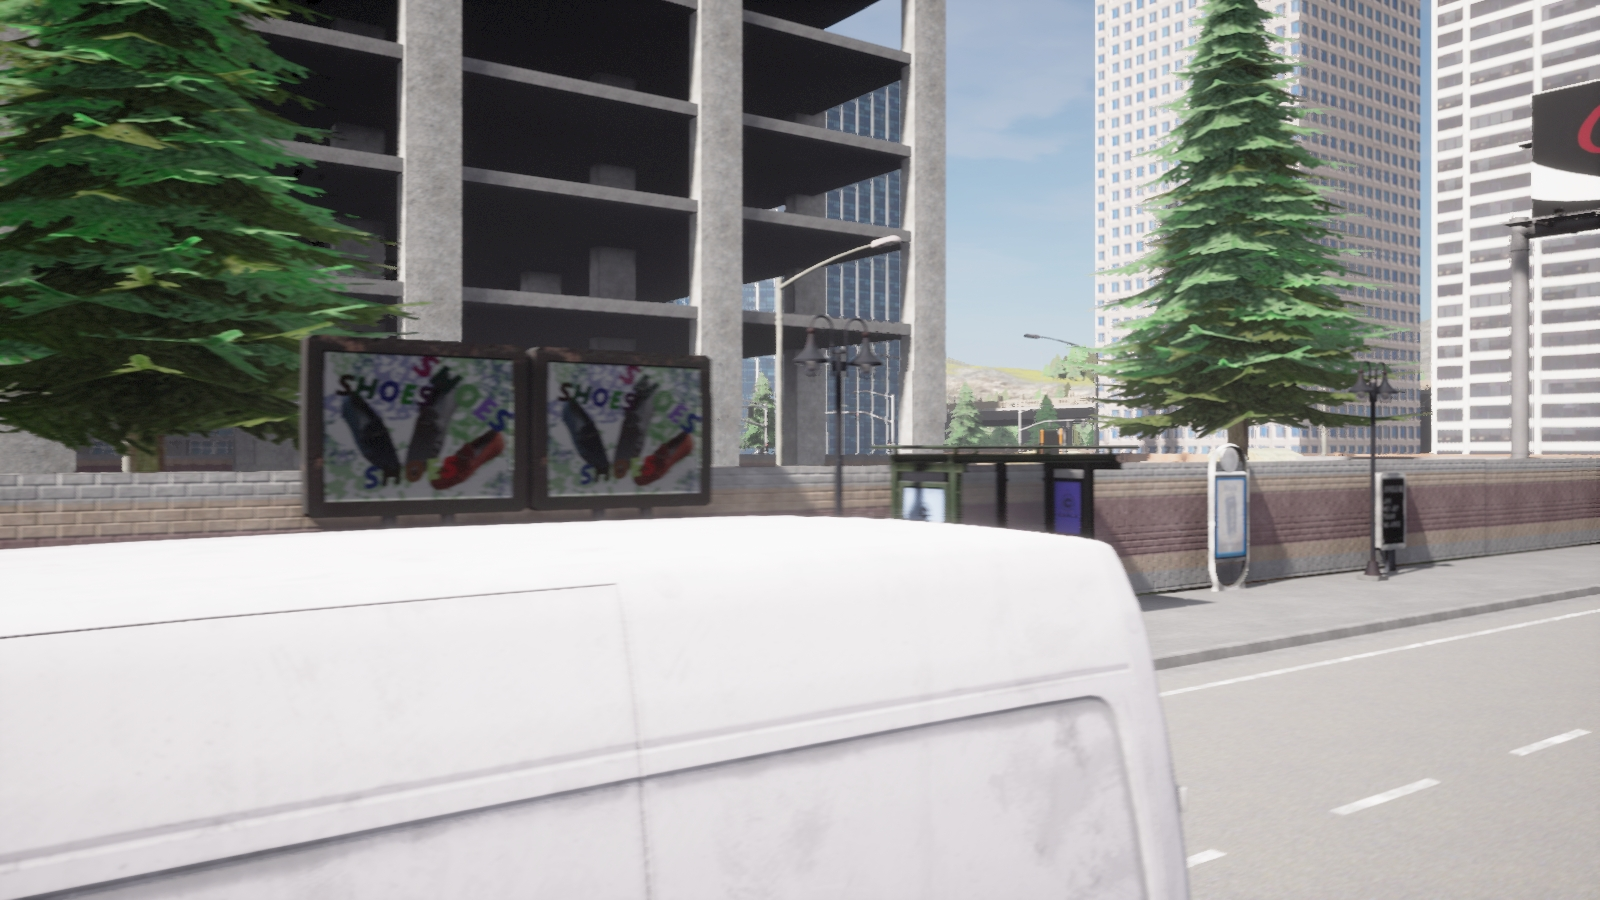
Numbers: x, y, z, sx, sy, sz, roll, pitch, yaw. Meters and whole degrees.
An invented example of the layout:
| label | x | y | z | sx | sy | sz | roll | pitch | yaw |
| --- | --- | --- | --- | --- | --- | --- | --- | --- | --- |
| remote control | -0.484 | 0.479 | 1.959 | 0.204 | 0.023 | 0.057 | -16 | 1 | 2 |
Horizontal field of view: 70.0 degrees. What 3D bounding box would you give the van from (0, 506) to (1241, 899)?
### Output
| label | x | y | z | sx | sy | sz | roll | pitch | yaw |
| --- | --- | --- | --- | --- | --- | --- | --- | --- | --- |
| van | -1.635 | 1.534 | 2.646 | 5.915 | 2.561 | 1.988 | 0 | 0 | -35 |
